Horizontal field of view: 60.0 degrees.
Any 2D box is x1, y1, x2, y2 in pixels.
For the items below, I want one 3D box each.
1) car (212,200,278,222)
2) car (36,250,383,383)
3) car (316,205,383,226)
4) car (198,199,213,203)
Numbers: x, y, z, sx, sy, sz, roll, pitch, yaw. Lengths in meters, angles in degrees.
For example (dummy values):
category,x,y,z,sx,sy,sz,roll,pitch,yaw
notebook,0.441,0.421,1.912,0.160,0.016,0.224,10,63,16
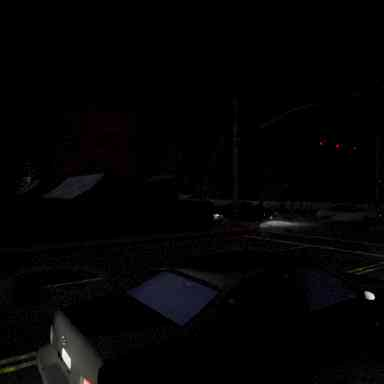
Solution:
category,x,y,z,sx,sy,sz,roll,pitch,yaw
car,4.354,1.547,27.005,2.033,1.411,5.357,0,0,-37
car,0.915,1.547,4.463,5.357,1.411,2.033,0,0,-35
car,11.370,1.601,23.427,1.895,1.301,4.718,0,0,-36
car,1.767,1.526,36.277,1.812,1.442,4.674,0,0,-37
